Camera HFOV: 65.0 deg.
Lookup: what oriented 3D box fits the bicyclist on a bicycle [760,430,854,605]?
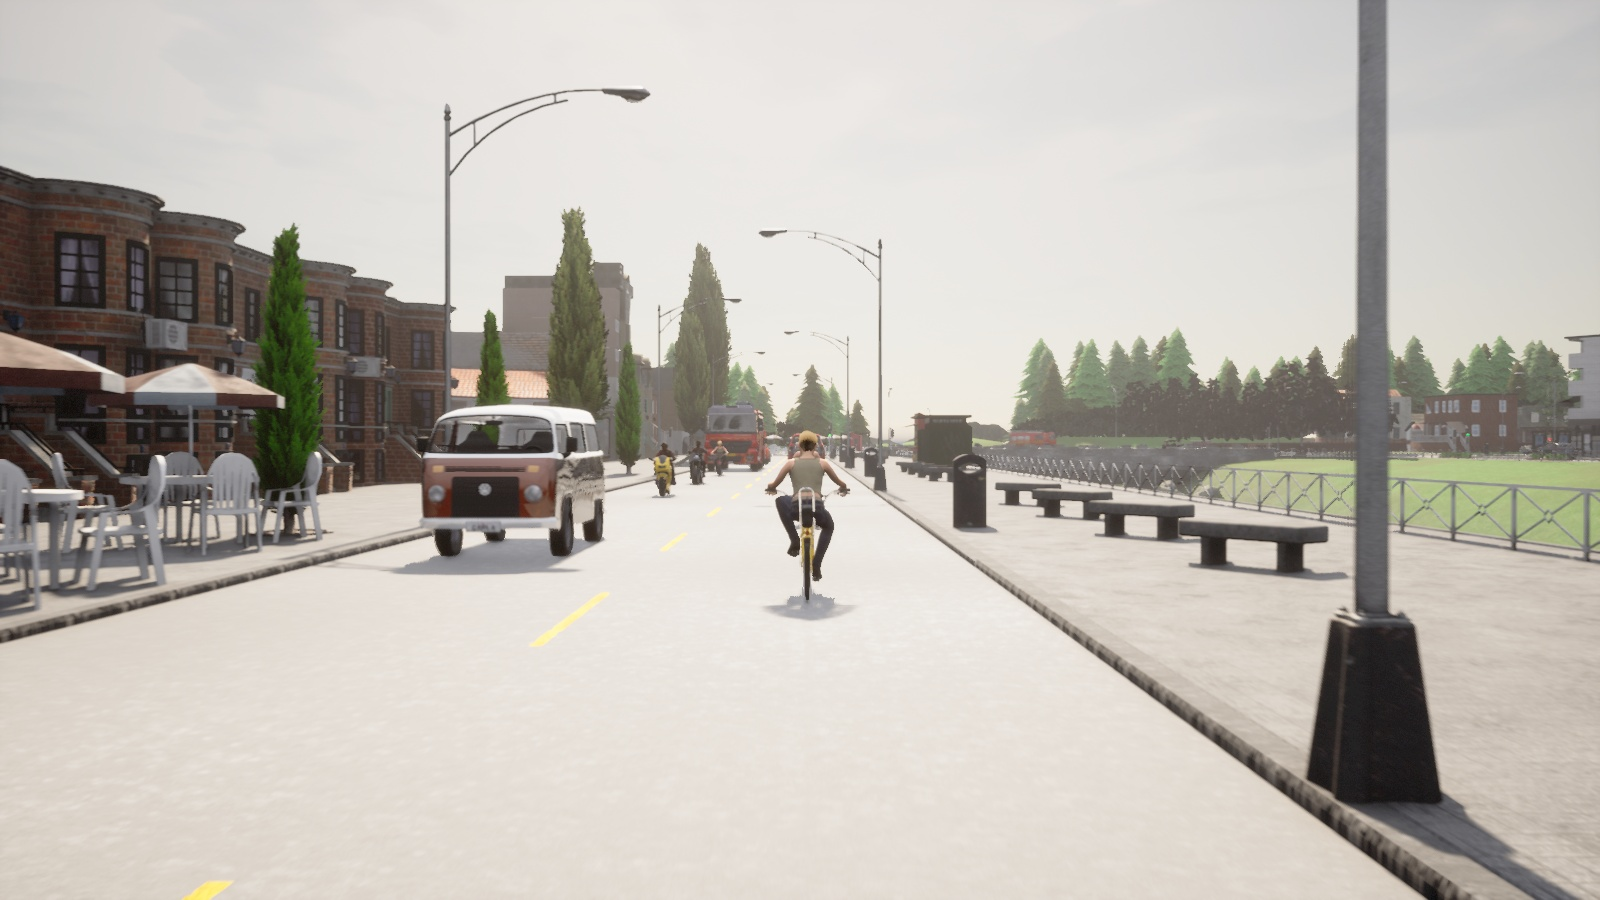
[{"bbox_3d":[0.073,0.618,12.322,0.866,1.612,1.509,0,0,1],"label":"bicyclist on a bicycle"}]

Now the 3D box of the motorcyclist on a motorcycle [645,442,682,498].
[{"bbox_3d":[-3.807,0.538,35.222,0.797,1.523,2.044,0,0,0],"label":"motorcyclist on a motorcycle"}]

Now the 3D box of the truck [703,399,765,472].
[{"bbox_3d":[-3.622,-0.797,70.725,2.891,3.827,8.468,0,0,1],"label":"truck"}]

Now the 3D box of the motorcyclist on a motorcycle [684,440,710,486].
[{"bbox_3d":[-3.752,0.450,45.881,0.766,1.649,2.350,0,0,0],"label":"motorcyclist on a motorcycle"}]

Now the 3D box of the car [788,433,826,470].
[{"bbox_3d":[0.389,0.076,73.400,2.150,2.045,5.566,0,0,0],"label":"car"}]

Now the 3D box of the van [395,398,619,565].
[{"bbox_3d":[-3.895,0.374,17.559,2.069,2.038,4.480,0,0,0],"label":"van"}]

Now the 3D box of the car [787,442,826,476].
[{"bbox_3d":[0.319,0.408,59.738,1.789,1.549,3.705,0,0,0],"label":"car"}]
